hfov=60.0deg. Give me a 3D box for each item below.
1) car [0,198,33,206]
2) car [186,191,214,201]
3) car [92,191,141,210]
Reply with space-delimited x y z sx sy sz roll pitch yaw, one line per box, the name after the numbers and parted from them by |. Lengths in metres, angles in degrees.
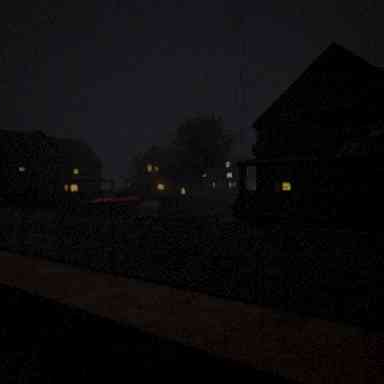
-12.396 1.136 21.062 1.812 1.442 4.674 1 2 35 | car
0.892 0.634 39.774 1.994 1.385 4.181 1 2 35 | car
-6.630 0.728 29.187 2.097 1.767 4.553 1 2 35 | car
